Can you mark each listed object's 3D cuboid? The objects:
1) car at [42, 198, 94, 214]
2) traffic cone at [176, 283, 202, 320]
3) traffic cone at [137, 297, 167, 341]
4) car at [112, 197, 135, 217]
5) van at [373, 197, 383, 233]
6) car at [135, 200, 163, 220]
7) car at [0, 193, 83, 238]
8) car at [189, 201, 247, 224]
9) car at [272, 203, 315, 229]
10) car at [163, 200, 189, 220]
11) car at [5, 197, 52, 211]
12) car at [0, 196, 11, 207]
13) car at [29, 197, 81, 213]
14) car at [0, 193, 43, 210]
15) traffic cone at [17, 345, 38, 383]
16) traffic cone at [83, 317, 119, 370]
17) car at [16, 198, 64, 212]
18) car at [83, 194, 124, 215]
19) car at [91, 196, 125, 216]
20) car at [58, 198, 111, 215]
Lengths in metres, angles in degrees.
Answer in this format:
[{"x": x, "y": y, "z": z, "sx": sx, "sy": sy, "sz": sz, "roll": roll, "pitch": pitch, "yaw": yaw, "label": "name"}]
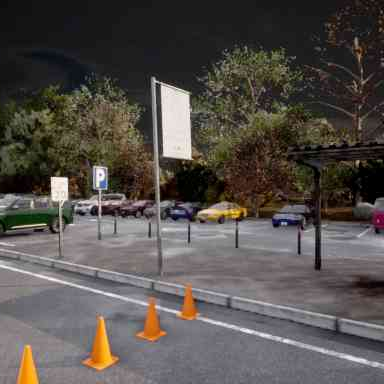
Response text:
[{"x": -13.465, "y": 1.454, "z": 36.492, "sx": 2.097, "sy": 1.535, "sz": 5.008, "roll": 0, "pitch": 0, "yaw": 35, "label": "car"}, {"x": -0.057, "y": 1.957, "z": 6.044, "sx": 0.340, "sy": 0.580, "sz": 0.340, "roll": 0, "pitch": 0, "yaw": 36, "label": "traffic cone"}, {"x": -0.631, "y": 1.957, "z": 5.229, "sx": 0.340, "sy": 0.580, "sz": 0.340, "roll": 0, "pitch": 0, "yaw": 35, "label": "traffic cone"}, {"x": -4.372, "y": 1.468, "z": 30.120, "sx": 2.097, "sy": 1.535, "sz": 5.008, "roll": 0, "pitch": 0, "yaw": 35, "label": "car"}, {"x": 11.592, "y": 1.264, "z": 19.046, "sx": 1.878, "sy": 1.987, "sz": 4.442, "roll": 0, "pitch": 0, "yaw": 35, "label": "van"}, {"x": -2.099, "y": 1.473, "z": 28.526, "sx": 2.231, "sy": 1.521, "sz": 4.892, "roll": 0, "pitch": 0, "yaw": 35, "label": "car"}, {"x": -8.924, "y": 1.220, "z": 17.293, "sx": 2.435, "sy": 2.045, "sz": 5.566, "roll": 0, "pitch": 0, "yaw": 35, "label": "car"}, {"x": 2.333, "y": 1.474, "z": 25.179, "sx": 1.946, "sy": 1.575, "sz": 5.366, "roll": 0, "pitch": 0, "yaw": 35, "label": "car"}, {"x": 6.966, "y": 1.513, "z": 22.117, "sx": 2.163, "sy": 1.488, "sz": 4.792, "roll": 0, "pitch": 0, "yaw": 35, "label": "car"}, {"x": 0.185, "y": 1.504, "z": 26.950, "sx": 2.163, "sy": 1.488, "sz": 4.792, "roll": 0, "pitch": 0, "yaw": 35, "label": "car"}, {"x": -20.265, "y": 1.451, "z": 41.309, "sx": 2.163, "sy": 1.488, "sz": 4.792, "roll": 0, "pitch": 0, "yaw": 35, "label": "car"}, {"x": -29.260, "y": 1.331, "z": 47.818, "sx": 1.946, "sy": 1.575, "sz": 5.366, "roll": 1, "pitch": 0, "yaw": 35, "label": "car"}, {"x": -15.629, "y": 1.443, "z": 38.244, "sx": 1.946, "sy": 1.575, "sz": 5.366, "roll": 0, "pitch": 0, "yaw": 35, "label": "car"}, {"x": -22.567, "y": 1.152, "z": 42.855, "sx": 2.435, "sy": 2.045, "sz": 5.566, "roll": 0, "pitch": 0, "yaw": 35, "label": "car"}, {"x": -1.781, "y": 1.957, "z": 3.595, "sx": 0.340, "sy": 0.580, "sz": 0.340, "roll": 0, "pitch": 0, "yaw": 35, "label": "traffic cone"}, {"x": -1.206, "y": 1.957, "z": 4.412, "sx": 0.340, "sy": 0.580, "sz": 0.340, "roll": 0, "pitch": 0, "yaw": 35, "label": "traffic cone"}, {"x": -18.020, "y": 1.468, "z": 39.662, "sx": 2.163, "sy": 1.488, "sz": 4.792, "roll": 0, "pitch": 0, "yaw": 35, "label": "car"}, {"x": -8.934, "y": 1.211, "z": 33.282, "sx": 2.435, "sy": 2.045, "sz": 5.566, "roll": 0, "pitch": 0, "yaw": 35, "label": "car"}, {"x": -6.643, "y": 1.465, "z": 31.715, "sx": 2.097, "sy": 1.535, "sz": 5.008, "roll": 0, "pitch": 0, "yaw": 35, "label": "car"}, {"x": -11.192, "y": 1.461, "z": 34.896, "sx": 2.231, "sy": 1.521, "sz": 4.892, "roll": 0, "pitch": 0, "yaw": 35, "label": "car"}]
